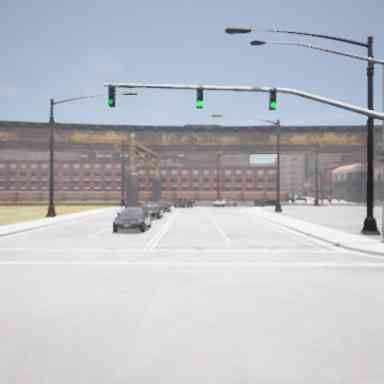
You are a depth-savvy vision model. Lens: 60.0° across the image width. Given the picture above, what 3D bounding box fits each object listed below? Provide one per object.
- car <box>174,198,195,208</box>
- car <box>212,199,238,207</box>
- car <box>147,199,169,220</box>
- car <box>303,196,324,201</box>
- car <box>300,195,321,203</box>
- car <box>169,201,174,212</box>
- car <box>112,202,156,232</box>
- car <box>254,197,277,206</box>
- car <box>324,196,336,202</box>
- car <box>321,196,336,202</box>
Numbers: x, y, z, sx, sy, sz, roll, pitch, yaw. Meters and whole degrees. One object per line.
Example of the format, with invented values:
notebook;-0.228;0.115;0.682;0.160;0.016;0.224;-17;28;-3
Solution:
car;-1.121;1.650;50.105;1.837;1.490;4.892;0;0;23
car;5.352;1.770;53.633;1.895;1.301;4.718;0;0;44
car;-3.578;1.584;29.783;2.128;1.511;4.902;0;0;0
car;29.306;1.583;80.186;1.853;1.218;4.536;0;0;-29
car;29.331;1.740;80.140;2.038;1.542;4.974;0;0;-29
car;-3.497;1.621;39.937;1.837;1.490;4.892;0;0;0
car;-3.586;1.598;20.643;1.812;1.442;4.674;0;0;0
car;13.392;1.693;59.563;4.902;1.511;2.128;0;0;-24
car;32.396;1.585;78.019;1.853;1.218;4.536;0;0;31
car;32.369;1.743;77.974;2.038;1.542;4.974;0;0;31
